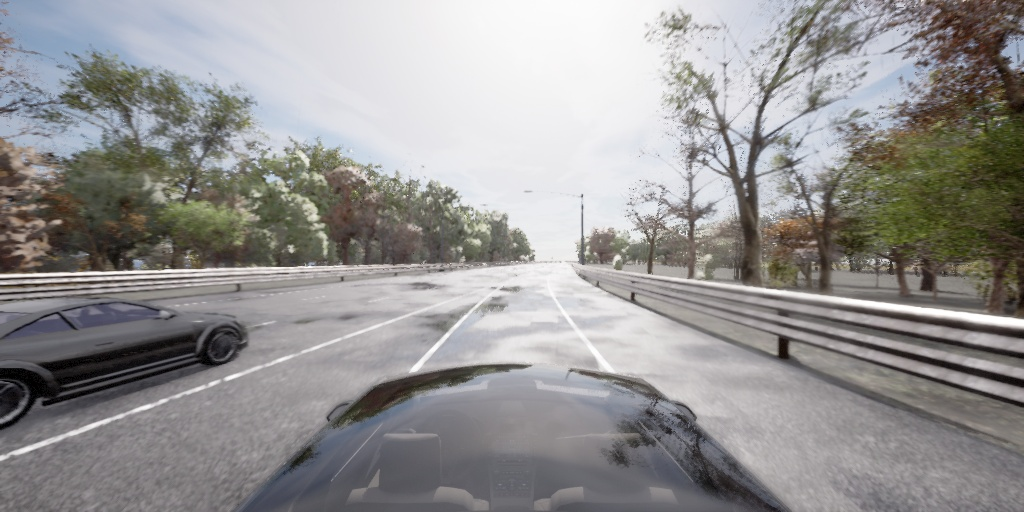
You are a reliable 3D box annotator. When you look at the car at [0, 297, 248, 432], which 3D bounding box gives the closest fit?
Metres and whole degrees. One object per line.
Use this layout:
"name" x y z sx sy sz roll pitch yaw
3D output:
"car" -6.474 1.315 5.516 1.994 1.385 4.181 0 -1 8
